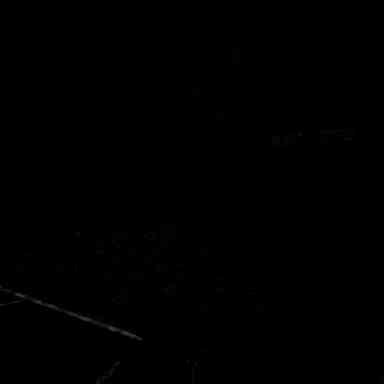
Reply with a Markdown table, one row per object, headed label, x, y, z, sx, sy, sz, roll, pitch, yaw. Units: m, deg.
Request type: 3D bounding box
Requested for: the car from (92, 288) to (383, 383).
| label | x | y | z | sx | sy | sz | roll | pitch | yaw |
| --- | --- | --- | --- | --- | --- | --- | --- | --- | --- |
| car | 1.088 | 1.439 | 2.193 | 4.097 | 1.590 | 1.967 | 0 | 0 | 36 |
